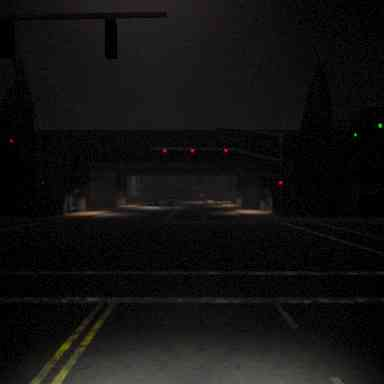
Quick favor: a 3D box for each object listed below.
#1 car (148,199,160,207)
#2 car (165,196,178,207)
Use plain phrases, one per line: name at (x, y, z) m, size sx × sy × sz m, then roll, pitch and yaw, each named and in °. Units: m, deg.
car at (-7.483, 2.121, 65.894) m, size 2.128 × 1.511 × 4.902 m, roll 0°, pitch 0°, yaw 1°
car at (-3.984, 1.856, 65.830) m, size 2.150 × 2.045 × 5.566 m, roll 0°, pitch 0°, yaw 1°
